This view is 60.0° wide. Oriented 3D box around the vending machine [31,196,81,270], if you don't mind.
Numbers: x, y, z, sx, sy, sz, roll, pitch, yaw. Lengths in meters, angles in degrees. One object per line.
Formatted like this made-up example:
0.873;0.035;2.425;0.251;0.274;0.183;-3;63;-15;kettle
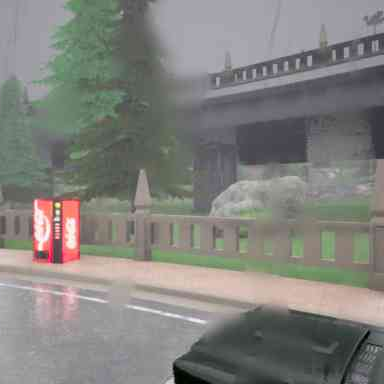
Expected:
-4.150;1.195;10.209;0.880;2.100;1.100;0;0;22;vending machine

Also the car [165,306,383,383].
2.077;1.601;2.195;4.718;1.301;1.895;0;0;37;car
